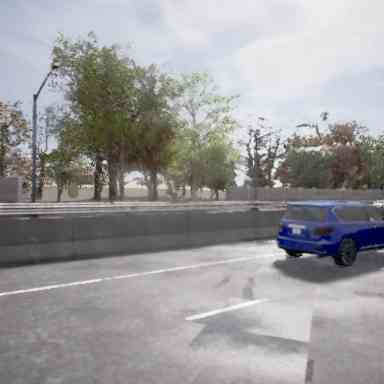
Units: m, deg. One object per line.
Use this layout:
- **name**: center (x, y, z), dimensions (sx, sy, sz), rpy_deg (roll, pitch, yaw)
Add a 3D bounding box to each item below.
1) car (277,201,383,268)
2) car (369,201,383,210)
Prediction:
- **car**: center (5.501, 1.353, 12.046), dimensions (5.566, 2.045, 2.150), rpy_deg (0, 0, -35)
- **car**: center (32.598, 2.251, 57.234), dimensions (4.674, 1.442, 1.812), rpy_deg (1, 0, -35)
